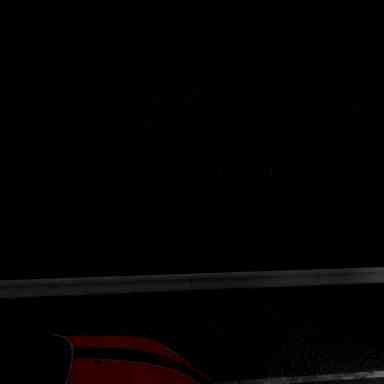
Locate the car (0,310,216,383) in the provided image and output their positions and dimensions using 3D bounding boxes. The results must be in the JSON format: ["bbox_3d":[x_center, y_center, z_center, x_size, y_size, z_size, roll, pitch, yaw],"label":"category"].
[{"bbox_3d":[-1.852,1.352,1.664,4.553,1.767,2.097,0,0,-6],"label":"car"}]
